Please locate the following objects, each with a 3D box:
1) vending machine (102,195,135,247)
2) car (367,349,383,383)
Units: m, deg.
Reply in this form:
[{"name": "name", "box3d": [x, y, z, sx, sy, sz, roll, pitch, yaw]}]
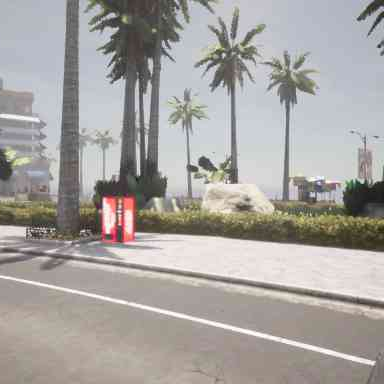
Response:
[{"name": "vending machine", "box3d": [-3.134, 1.195, 14.185, 0.880, 2.100, 1.100, 0, 0, 27]}, {"name": "car", "box3d": [3.542, 1.548, 1.213, 5.357, 1.411, 2.033, 0, 0, 37]}]
